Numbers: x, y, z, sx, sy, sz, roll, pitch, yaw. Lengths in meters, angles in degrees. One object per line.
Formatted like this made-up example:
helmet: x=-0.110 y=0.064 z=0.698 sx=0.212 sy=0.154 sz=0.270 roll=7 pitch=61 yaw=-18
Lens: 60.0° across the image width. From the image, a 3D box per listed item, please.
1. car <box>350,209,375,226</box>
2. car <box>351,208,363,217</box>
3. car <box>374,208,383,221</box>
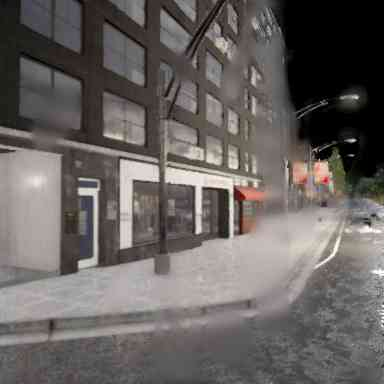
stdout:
car: x=17.225 y=2.738 z=33.985 sx=1.895 sy=1.301 sz=4.718 roll=-1 pitch=-2 yaw=25
car: x=28.510 y=3.590 z=57.589 sx=1.812 sy=1.442 sz=4.674 roll=-1 pitch=-3 yaw=25
car: x=25.845 y=3.068 z=44.488 sx=1.812 sy=1.442 sz=4.674 roll=-1 pitch=-3 yaw=26
